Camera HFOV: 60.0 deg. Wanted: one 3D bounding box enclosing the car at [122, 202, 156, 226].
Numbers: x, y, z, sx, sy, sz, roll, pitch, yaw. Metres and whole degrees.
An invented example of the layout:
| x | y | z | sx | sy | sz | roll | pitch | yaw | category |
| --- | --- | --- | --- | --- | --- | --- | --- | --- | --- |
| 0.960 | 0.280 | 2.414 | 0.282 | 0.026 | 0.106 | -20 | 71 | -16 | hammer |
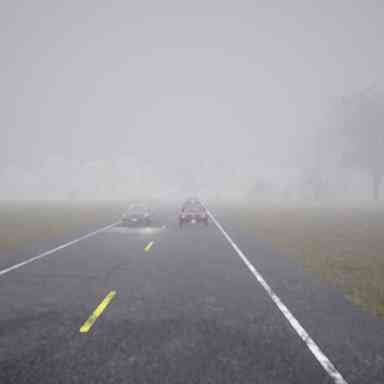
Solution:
| x | y | z | sx | sy | sz | roll | pitch | yaw | category |
| --- | --- | --- | --- | --- | --- | --- | --- | --- | --- |
| -3.603 | 1.473 | 23.179 | 1.812 | 1.442 | 4.674 | 0 | 0 | 0 | car |

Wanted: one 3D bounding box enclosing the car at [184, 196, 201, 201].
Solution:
| x | y | z | sx | sy | sz | roll | pitch | yaw | category |
| --- | --- | --- | --- | --- | --- | --- | --- | --- | --- |
| 0.092 | 1.257 | 41.685 | 2.097 | 1.767 | 4.553 | 0 | 0 | 0 | car |

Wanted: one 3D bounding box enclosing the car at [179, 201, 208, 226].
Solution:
| x | y | z | sx | sy | sz | roll | pitch | yaw | category |
| --- | --- | --- | --- | --- | --- | --- | --- | --- | --- |
| 0.096 | 1.548 | 23.112 | 1.895 | 1.301 | 4.718 | 0 | 0 | 0 | car |
